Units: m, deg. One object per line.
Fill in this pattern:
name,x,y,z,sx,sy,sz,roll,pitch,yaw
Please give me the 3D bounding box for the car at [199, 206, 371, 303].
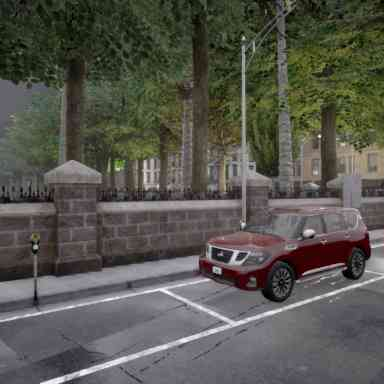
car,2.557,1.314,8.414,5.009,1.841,2.192,0,0,-36
